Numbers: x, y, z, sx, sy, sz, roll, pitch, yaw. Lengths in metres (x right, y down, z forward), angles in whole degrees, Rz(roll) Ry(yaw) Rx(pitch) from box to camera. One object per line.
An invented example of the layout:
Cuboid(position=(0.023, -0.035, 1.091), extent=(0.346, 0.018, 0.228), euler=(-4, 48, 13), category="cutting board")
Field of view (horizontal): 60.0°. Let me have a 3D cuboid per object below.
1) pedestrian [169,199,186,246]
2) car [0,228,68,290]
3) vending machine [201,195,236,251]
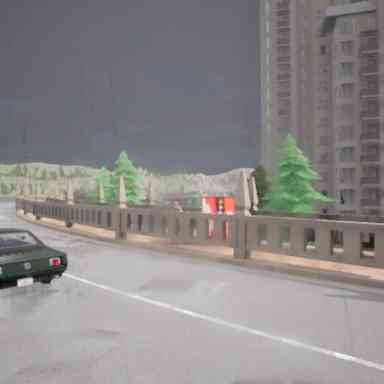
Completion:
Cuboid(position=(-0.576, 1.125, 12.818), extent=(0.375, 1.860, 0.375), euler=(-1, -1, 42), category="pedestrian")
Cuboid(position=(-5.140, 1.590, 8.462), extent=(4.718, 1.301, 1.895), euler=(0, 0, 42), category="car")
Cuboid(position=(1.055, 1.180, 13.218), extent=(0.880, 2.100, 1.100), euler=(-1, 0, 41), category="vending machine")
